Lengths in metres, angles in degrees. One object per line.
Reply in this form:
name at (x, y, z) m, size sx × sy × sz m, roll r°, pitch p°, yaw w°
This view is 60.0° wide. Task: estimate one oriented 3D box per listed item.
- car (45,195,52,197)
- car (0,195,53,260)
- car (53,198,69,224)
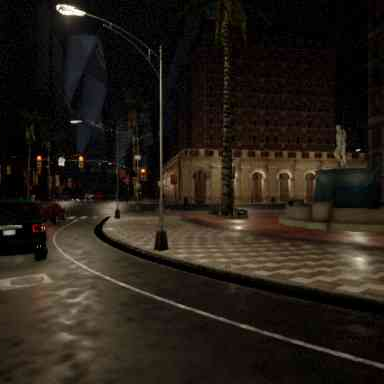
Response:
car at (-33.766, 1.511, 77.604) m, size 2.161 × 1.482 × 4.786 m, roll 0°, pitch 0°, yaw -11°
car at (-6.562, 1.256, 11.865) m, size 2.150 × 2.045 × 5.566 m, roll 0°, pitch 0°, yaw -30°
car at (-10.527, 1.483, 24.308) m, size 1.882 × 1.535 × 5.008 m, roll 0°, pitch 0°, yaw -10°
